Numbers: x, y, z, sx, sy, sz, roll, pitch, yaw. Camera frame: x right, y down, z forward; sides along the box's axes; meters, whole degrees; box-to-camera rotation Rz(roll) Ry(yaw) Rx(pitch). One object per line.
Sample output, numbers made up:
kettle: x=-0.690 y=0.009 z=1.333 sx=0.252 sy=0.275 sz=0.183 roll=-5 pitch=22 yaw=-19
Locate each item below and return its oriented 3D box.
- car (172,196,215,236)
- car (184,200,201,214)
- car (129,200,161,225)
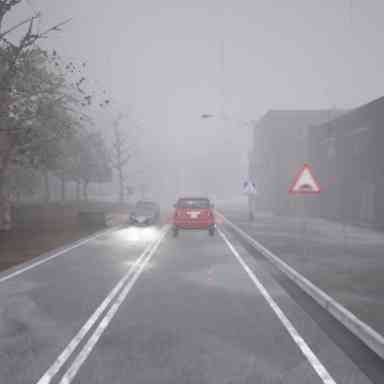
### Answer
car: x=0.083 y=1.259 z=18.686 sx=2.150 sy=2.045 sz=5.566 roll=0 pitch=0 yaw=0
car: x=0.032 y=1.614 z=36.976 sx=1.812 sy=1.442 sz=4.674 roll=0 pitch=0 yaw=0
car: x=-3.378 y=1.401 z=24.462 sx=2.128 sy=1.511 sz=4.902 roll=0 pitch=6 yaw=0
